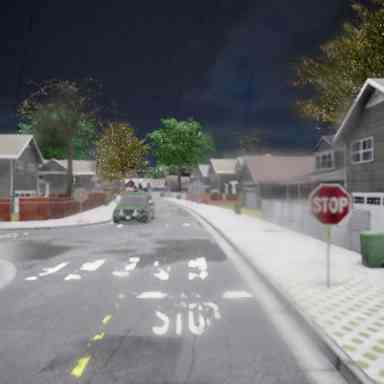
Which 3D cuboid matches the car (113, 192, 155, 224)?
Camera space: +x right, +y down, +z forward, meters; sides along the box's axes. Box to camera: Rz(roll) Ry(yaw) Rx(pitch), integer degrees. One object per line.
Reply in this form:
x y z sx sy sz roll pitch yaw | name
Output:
-3.874 1.106 23.137 2.150 2.045 5.566 0 2 1 | car

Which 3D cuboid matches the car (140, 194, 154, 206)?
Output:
-6.435 1.064 47.521 1.837 1.490 4.892 0 1 -8 | car
